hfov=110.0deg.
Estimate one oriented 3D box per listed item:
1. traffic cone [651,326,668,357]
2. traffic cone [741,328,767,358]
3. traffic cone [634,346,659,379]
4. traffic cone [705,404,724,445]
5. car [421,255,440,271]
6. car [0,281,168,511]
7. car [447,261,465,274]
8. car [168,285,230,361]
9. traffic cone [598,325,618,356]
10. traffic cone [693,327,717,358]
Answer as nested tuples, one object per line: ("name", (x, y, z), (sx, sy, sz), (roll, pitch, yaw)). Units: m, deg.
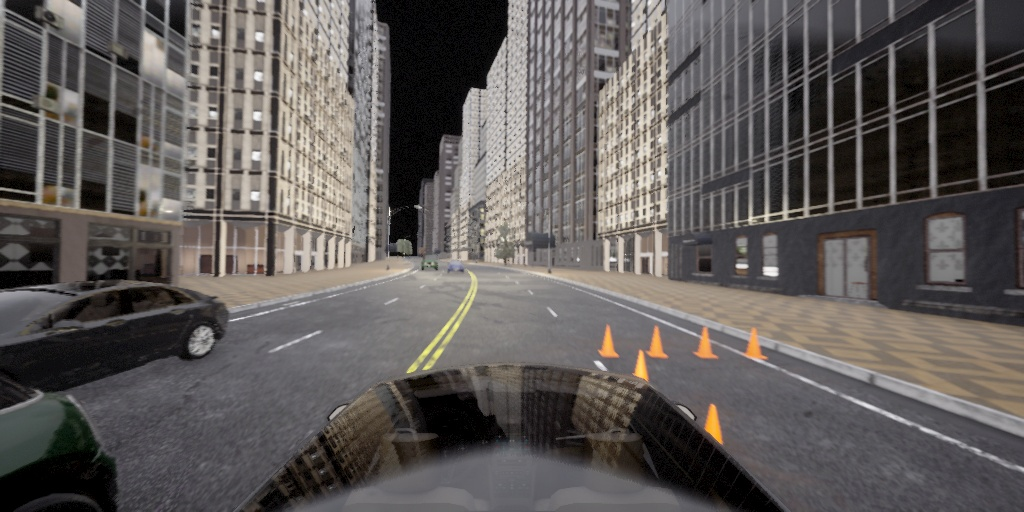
("traffic cone", (2.995, 1.751, 7.442), (0.340, 0.580, 0.340), (0, 0, 1))
("traffic cone", (4.994, 1.777, 7.410), (0.340, 0.580, 0.340), (0, 0, 1))
("traffic cone", (1.964, 1.735, 5.458), (0.340, 0.580, 0.340), (0, 0, 1))
("traffic cone", (1.932, 1.732, 3.458), (0.340, 0.580, 0.340), (0, 0, 1))
("car", (-10.821, 0.889, 47.495), (2.150, 2.045, 5.566), (1, 0, -10))
("car", (-3.404, 1.058, 0.136), (2.097, 1.767, 4.553), (1, 0, 1))
("car", (-6.386, 1.250, 40.932), (1.812, 1.442, 4.674), (1, 0, -9))
("car", (-6.630, 1.172, 5.253), (1.837, 1.490, 4.892), (1, 0, -1))
("traffic cone", (1.995, 1.738, 7.457), (0.340, 0.580, 0.340), (0, 0, 1))
("traffic cone", (3.994, 1.764, 7.426), (0.340, 0.580, 0.340), (0, 0, 1))
